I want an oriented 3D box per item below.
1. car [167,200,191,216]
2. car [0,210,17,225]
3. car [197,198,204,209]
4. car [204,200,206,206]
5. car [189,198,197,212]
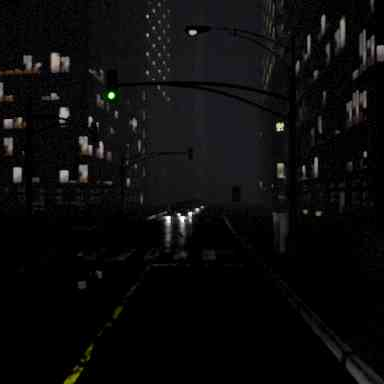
[{"bbox_3d":[-1.550,1.845,36.889,1.812,1.442,4.674,0,0,5],"label":"car"},{"bbox_3d":[-16.521,2.105,27.056,4.403,1.369,2.008,-1,0,10],"label":"car"},{"bbox_3d":[0.292,1.815,55.676,2.097,1.767,4.553,0,0,7],"label":"car"},{"bbox_3d":[1.657,2.084,66.143,2.033,1.411,5.357,0,0,8],"label":"car"},{"bbox_3d":[-0.757,1.915,45.856,1.812,1.442,4.674,0,0,5],"label":"car"}]
